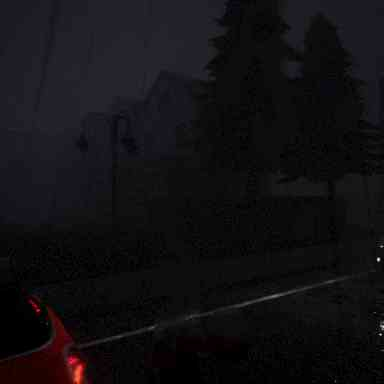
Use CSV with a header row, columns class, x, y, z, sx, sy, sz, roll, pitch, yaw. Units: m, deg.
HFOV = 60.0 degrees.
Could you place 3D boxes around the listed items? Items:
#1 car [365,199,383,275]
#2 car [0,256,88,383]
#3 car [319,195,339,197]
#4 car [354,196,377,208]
class,x,y,z,sx,sy,sz,roll,pitch,yaw
car,7.358,1.312,9.157,5.566,2.045,2.150,1,0,-35
car,-2.964,1.340,1.865,4.553,1.767,2.097,0,0,-35
car,29.031,1.599,72.033,1.905,1.878,3.866,1,0,-36
car,26.291,1.493,48.612,1.932,1.855,4.605,1,0,-36
